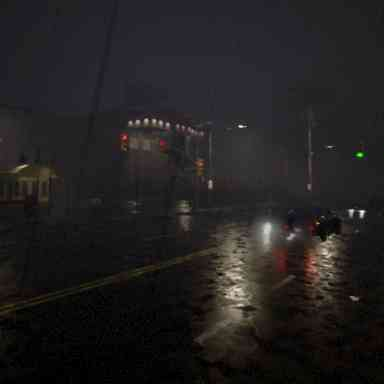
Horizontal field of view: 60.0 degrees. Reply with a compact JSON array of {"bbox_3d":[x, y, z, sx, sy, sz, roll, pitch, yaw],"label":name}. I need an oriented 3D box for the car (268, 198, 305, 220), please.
[{"bbox_3d":[7.183,1.219,23.958,1.882,1.535,5.008,1,1,36],"label":"car"}]

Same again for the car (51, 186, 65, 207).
[{"bbox_3d":[-14.733,0.557,31.009,2.185,1.767,4.553,1,1,35],"label":"car"}]

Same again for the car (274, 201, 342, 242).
[{"bbox_3d":[5.692,1.370,15.585,1.812,1.442,4.674,1,1,35],"label":"car"}]

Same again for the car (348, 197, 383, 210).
[{"bbox_3d":[20.191,1.272,38.166,5.357,1.411,2.033,0,1,-35],"label":"car"}]

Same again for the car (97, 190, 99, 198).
[{"bbox_3d":[-14.562,0.421,51.283,2.002,1.452,4.674,1,1,35],"label":"car"}]

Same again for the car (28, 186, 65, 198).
[{"bbox_3d":[-25.728,-0.054,58.860,2.435,2.045,5.566,1,1,35],"label":"car"}]
